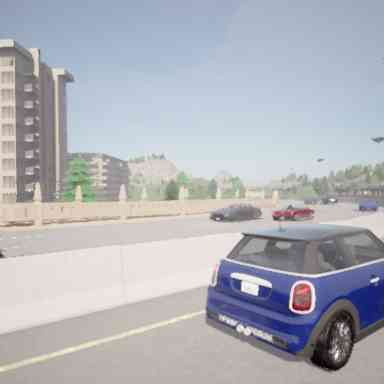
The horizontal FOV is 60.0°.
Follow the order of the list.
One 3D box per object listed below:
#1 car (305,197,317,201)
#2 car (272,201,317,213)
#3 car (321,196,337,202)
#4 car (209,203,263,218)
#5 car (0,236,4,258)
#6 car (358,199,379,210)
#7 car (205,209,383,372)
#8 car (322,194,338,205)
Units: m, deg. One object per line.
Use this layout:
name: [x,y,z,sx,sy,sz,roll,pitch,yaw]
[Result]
car: [22.783,1.680,63.724,1.882,1.535,5.008,0,0,14]
car: [8.142,1.649,26.528,1.895,1.301,4.718,0,0,39]
car: [31.773,1.552,77.378,2.033,1.411,5.357,-1,0,5]
car: [3.652,1.615,26.566,2.033,1.411,5.357,0,0,41]
car: [-7.127,1.551,7.643,4.892,1.490,1.837,0,0,-36]
car: [20.450,1.522,38.552,1.882,1.535,5.008,0,0,28]
car: [2.460,1.351,5.957,4.553,1.767,2.097,0,0,-39]
car: [26.283,1.390,63.307,2.150,2.045,5.566,-1,0,14]
